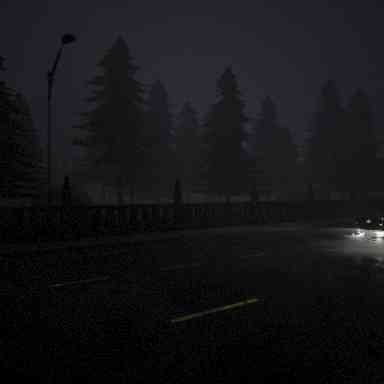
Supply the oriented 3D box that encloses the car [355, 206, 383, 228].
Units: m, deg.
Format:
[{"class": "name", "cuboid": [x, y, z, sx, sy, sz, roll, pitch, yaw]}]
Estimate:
[{"class": "car", "cuboid": [12.058, 1.555, 20.719, 4.181, 1.385, 1.994, 0, 0, -34]}]
